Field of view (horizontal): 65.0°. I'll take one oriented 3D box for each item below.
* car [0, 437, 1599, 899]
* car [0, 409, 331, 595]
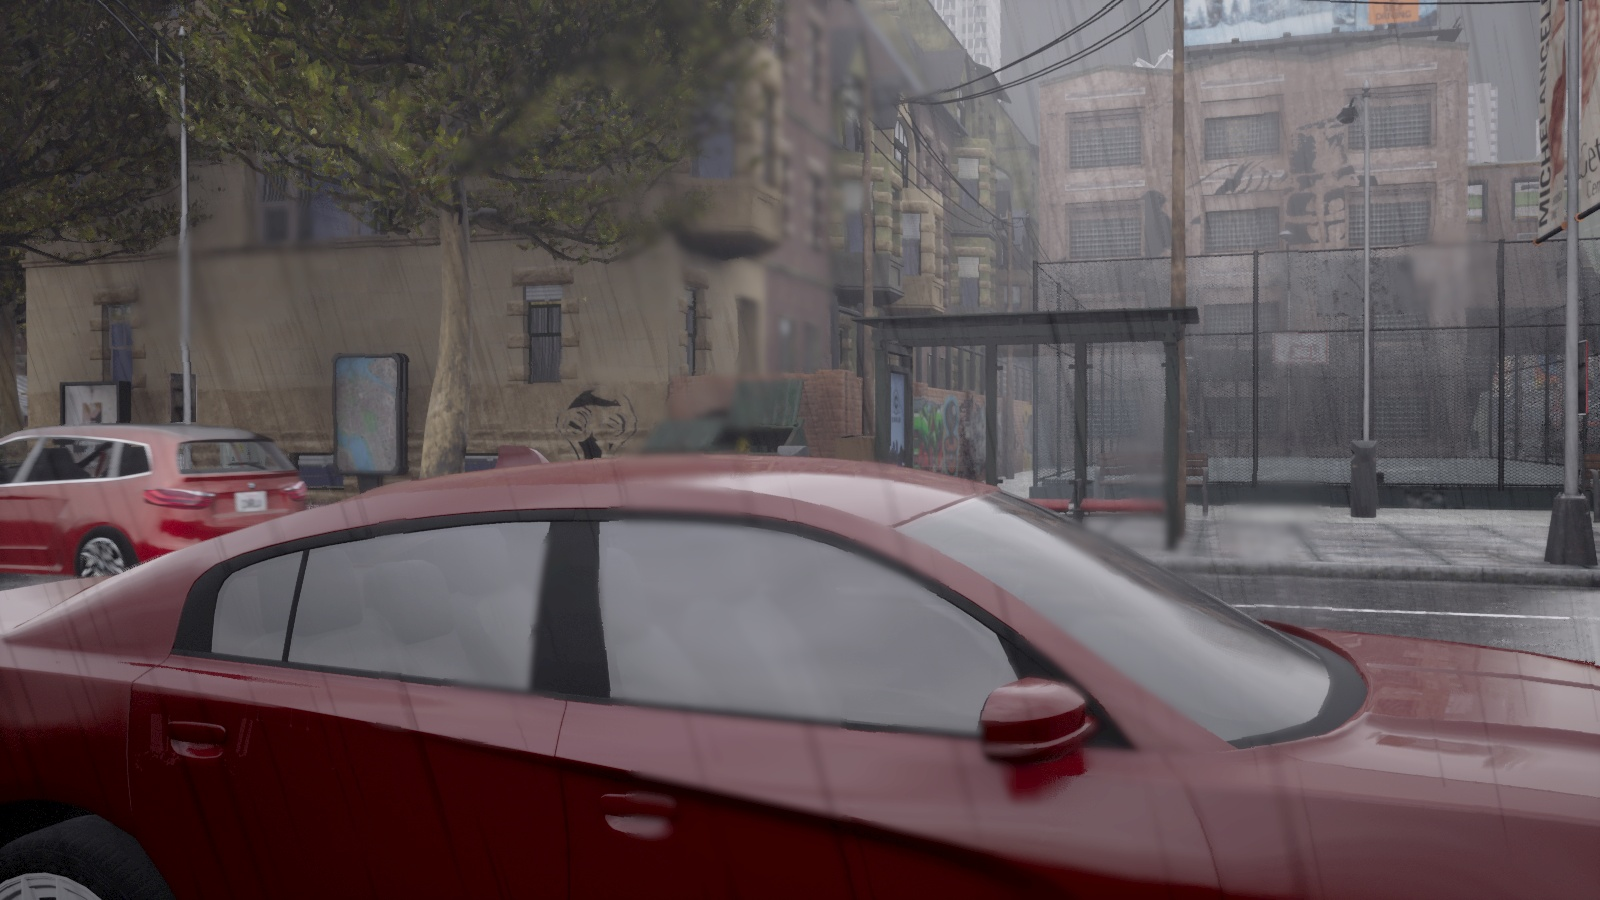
[{"bbox_3d":[0.026,0.754,3.152,5.008,1.535,1.882,1,1,18],"label":"car"},{"bbox_3d":[-7.531,0.434,13.027,4.611,1.667,2.242,1,1,18],"label":"car"}]
